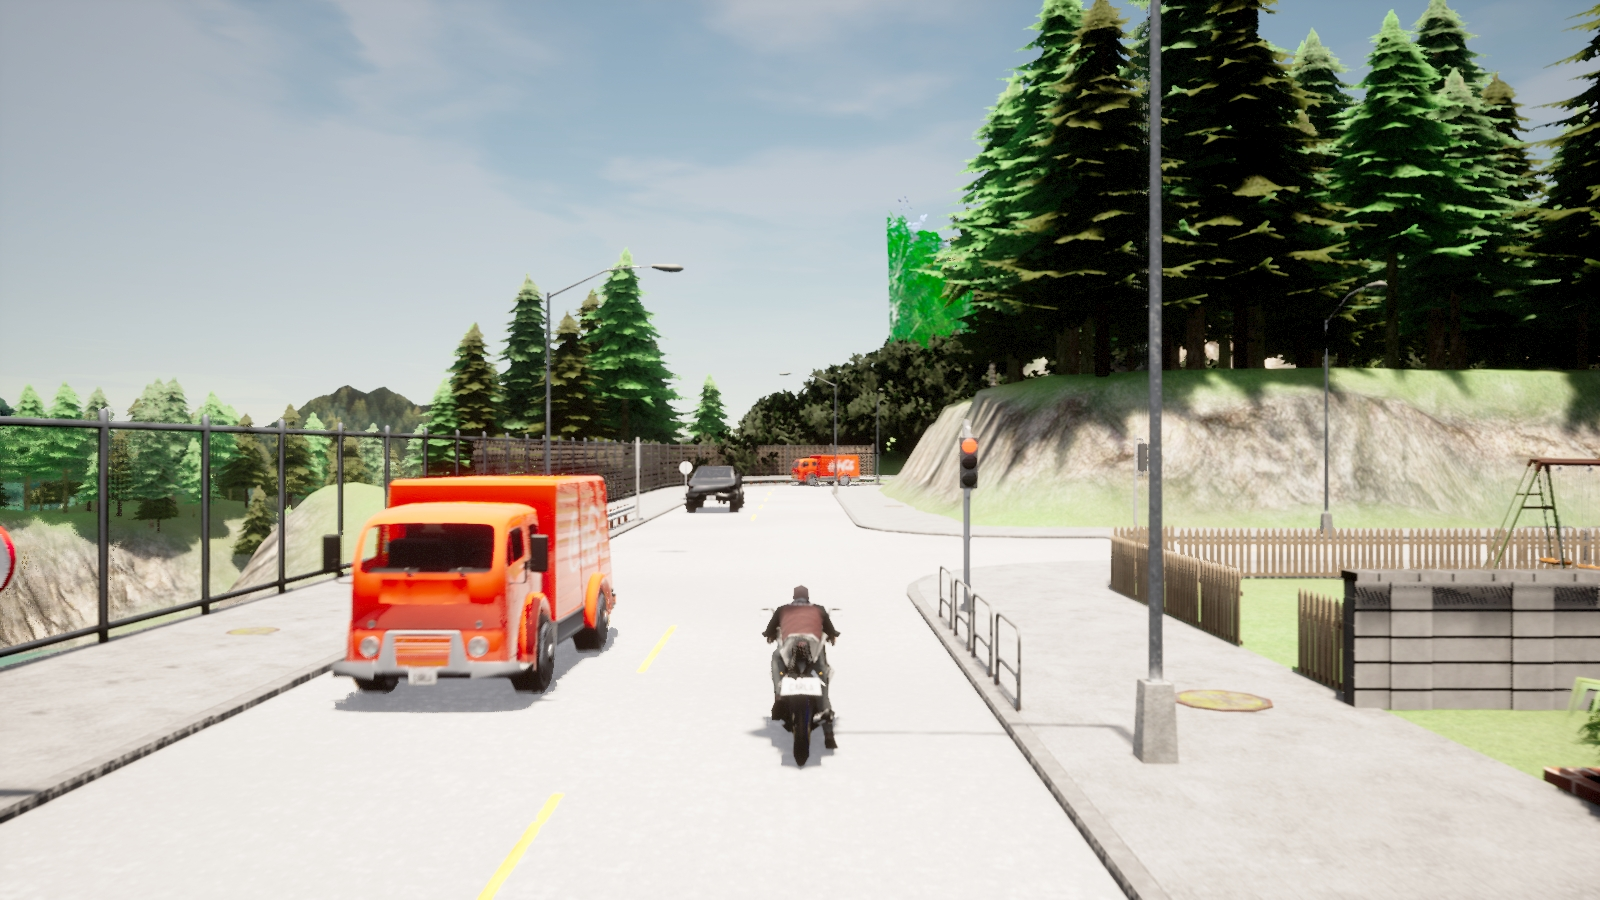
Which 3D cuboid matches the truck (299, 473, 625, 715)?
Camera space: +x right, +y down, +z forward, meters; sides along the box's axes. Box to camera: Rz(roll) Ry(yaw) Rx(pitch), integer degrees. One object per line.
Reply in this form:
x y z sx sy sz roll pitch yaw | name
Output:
-3.994 1.578 14.730 2.627 2.467 5.204 0 0 0 | truck

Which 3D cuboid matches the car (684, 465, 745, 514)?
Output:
-3.938 1.789 53.888 2.390 2.098 6.274 0 0 0 | car

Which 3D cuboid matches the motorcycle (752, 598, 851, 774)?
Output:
0.012 2.213 11.126 0.867 1.251 2.209 0 0 0 | motorcycle
